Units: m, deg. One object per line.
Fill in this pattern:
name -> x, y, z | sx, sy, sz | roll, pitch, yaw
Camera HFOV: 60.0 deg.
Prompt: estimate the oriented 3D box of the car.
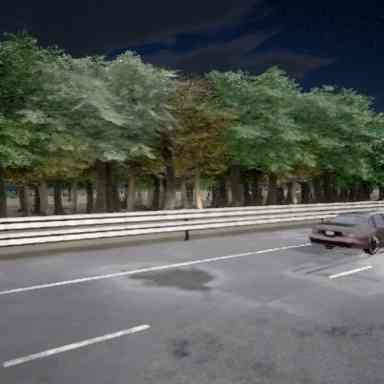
car -> 6.830, 1.451, 12.905 | 5.357, 1.411, 2.033 | 0, 0, -34
